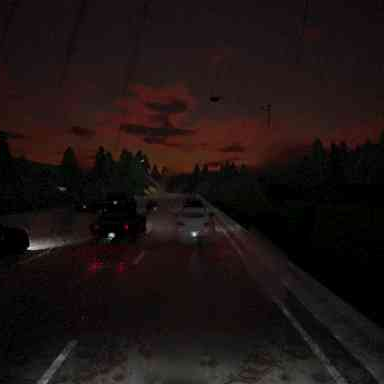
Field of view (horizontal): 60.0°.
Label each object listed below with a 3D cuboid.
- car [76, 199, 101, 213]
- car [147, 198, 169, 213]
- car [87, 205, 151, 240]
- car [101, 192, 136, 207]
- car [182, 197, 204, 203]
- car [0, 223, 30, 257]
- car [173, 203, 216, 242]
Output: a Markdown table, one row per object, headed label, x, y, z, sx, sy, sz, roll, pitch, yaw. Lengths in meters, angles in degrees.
| label | x | y | z | sx | sy | sz | roll | pitch | yaw |
| --- | --- | --- | --- | --- | --- | --- | --- | --- | --- |
| car | -10.404 | 1.378 | 34.234 | 1.994 | 1.385 | 4.181 | 0 | 0 | 0 |
| car | -3.404 | 1.310 | 33.410 | 2.128 | 1.511 | 4.902 | 0 | 0 | 0 |
| car | -3.402 | 1.512 | 16.322 | 1.895 | 1.301 | 4.718 | 0 | 0 | 0 |
| car | -6.903 | 1.044 | 32.643 | 2.150 | 2.045 | 5.566 | 0 | 0 | 0 |
| car | 0.096 | 1.323 | 33.484 | 1.837 | 1.490 | 4.892 | 0 | 0 | 0 |
| car | -6.909 | 1.507 | 10.406 | 1.994 | 1.385 | 4.181 | 0 | 0 | 0 |
| car | 0.086 | 1.440 | 15.641 | 1.812 | 1.442 | 4.674 | 0 | 0 | 0 |
